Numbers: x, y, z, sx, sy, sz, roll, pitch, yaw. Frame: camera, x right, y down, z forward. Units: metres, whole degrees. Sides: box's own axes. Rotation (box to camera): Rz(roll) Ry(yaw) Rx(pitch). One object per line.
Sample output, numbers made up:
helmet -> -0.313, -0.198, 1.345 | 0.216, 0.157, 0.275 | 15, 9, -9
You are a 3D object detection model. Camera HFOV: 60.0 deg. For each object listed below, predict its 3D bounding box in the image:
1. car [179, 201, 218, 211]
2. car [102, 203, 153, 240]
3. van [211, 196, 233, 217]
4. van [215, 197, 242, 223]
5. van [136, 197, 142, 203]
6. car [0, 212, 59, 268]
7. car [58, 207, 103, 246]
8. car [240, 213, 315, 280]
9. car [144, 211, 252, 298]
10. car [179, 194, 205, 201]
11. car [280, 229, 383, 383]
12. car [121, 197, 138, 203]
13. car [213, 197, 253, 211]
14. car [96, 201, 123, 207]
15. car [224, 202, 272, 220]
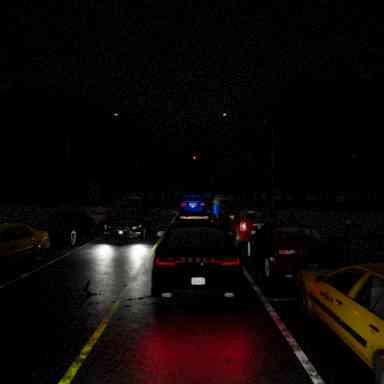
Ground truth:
car -> 0.093, 1.493, 19.001 | 2.128, 1.511, 4.902 | 0, 0, 0
car -> -3.090, 1.506, 16.887 | 1.837, 1.490, 4.892 | 0, 0, 0
van -> 2.754, 1.346, 31.530 | 1.690, 1.788, 3.998 | 0, 0, 0
van -> 2.755, 1.345, 26.092 | 1.690, 1.788, 3.998 | 0, 0, 0
van -> -5.771, 1.346, 31.528 | 1.690, 1.788, 3.998 | 0, 0, 0
car -> -5.767, 1.526, 9.608 | 1.752, 1.417, 4.829 | 0, 0, 0
car -> -5.768, 1.567, 15.215 | 1.947, 1.339, 4.313 | 0, 0, 0
car -> 2.758, 1.545, 9.779 | 1.887, 1.381, 4.507 | 0, 0, 0
car -> 0.093, 1.478, 8.558 | 1.882, 1.535, 5.008 | 0, 0, 0
car -> 0.018, 1.226, 29.369 | 2.150, 2.045, 5.566 | 0, 0, -2
car -> 2.759, 1.525, 4.512 | 1.752, 1.417, 4.829 | 0, 0, 0
car -> -5.770, 1.444, 26.090 | 1.967, 1.590, 4.097 | 0, 0, 0
car -> 2.756, 1.317, 20.655 | 2.192, 1.841, 5.009 | 0, 0, 0
car -> -5.769, 1.527, 20.483 | 1.752, 1.417, 4.829 | 0, 0, 0
car -> 2.757, 1.441, 15.217 | 1.967, 1.590, 4.097 | 0, 0, 0
